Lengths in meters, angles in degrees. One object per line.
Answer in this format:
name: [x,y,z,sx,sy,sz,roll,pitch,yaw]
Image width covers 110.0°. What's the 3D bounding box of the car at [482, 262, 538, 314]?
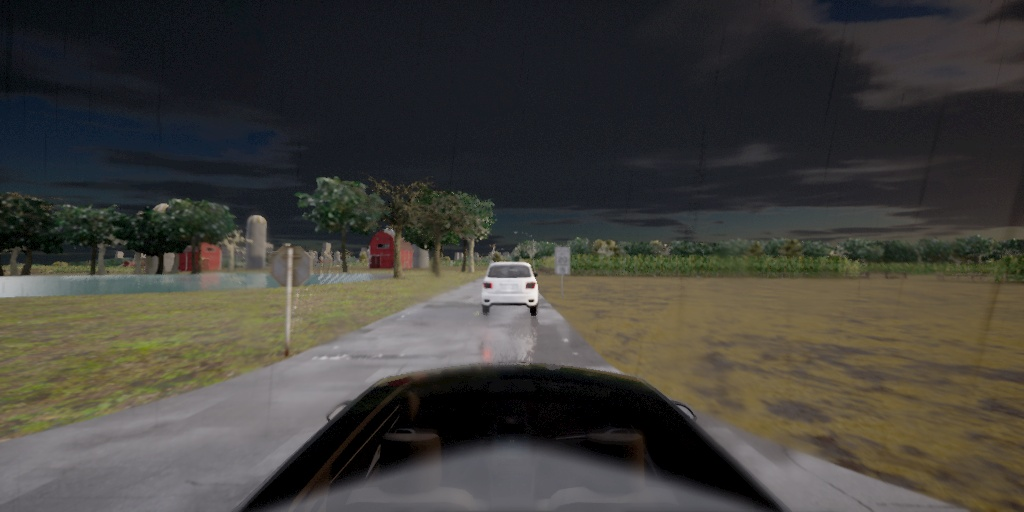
car: [-0.030,1.298,15.619,2.150,2.045,5.566,0,-1,2]
